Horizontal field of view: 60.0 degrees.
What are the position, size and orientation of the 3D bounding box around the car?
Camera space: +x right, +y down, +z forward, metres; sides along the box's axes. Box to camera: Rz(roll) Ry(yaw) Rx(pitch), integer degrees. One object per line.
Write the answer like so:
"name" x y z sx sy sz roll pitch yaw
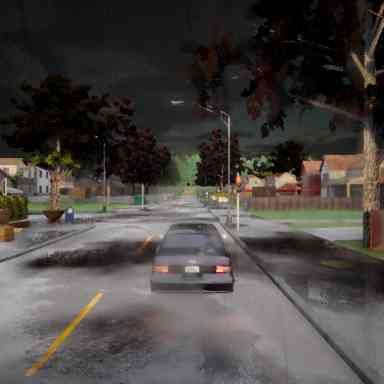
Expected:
"car" 0.017 1.547 8.962 2.033 1.411 5.357 0 0 0
